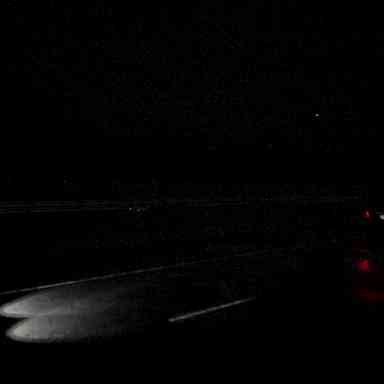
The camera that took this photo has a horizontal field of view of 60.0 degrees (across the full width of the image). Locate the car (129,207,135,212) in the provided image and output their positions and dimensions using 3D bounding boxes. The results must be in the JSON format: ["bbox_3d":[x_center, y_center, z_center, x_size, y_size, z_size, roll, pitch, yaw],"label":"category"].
[{"bbox_3d":[-2.816,1.484,27.667,4.718,1.301,1.895,0,0,-35],"label":"car"}]

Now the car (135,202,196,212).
[{"bbox_3d":[-1.614,1.455,24.226,4.181,1.385,1.994,0,0,-35],"label":"car"}]

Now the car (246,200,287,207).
[{"bbox_3d":[5.341,1.362,24.785,4.892,1.490,1.837,0,0,-35],"label":"car"}]

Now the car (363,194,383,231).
[{"bbox_3d":[9.950,1.098,14.972,5.566,2.045,2.150,0,0,-35],"label":"car"}]

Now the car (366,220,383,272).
[{"bbox_3d":[7.002,1.464,8.665,5.357,1.411,2.033,0,0,-35],"label":"car"}]
